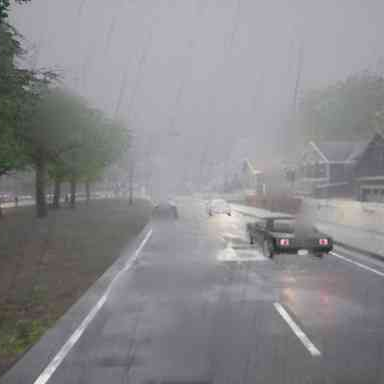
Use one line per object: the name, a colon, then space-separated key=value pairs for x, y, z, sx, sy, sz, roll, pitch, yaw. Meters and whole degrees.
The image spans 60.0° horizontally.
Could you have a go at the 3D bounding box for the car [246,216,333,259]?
car: x=3.320 y=1.550 z=12.383 sx=1.895 sy=1.301 sz=4.718 roll=0 pitch=0 yaw=-2

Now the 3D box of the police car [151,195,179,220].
police car: x=-2.119 y=1.303 z=26.958 sx=1.930 sy=1.638 sz=5.238 roll=0 pitch=0 yaw=-4

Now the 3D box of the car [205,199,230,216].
car: x=2.258 y=1.374 z=29.999 sx=1.812 sy=1.442 sz=4.674 roll=0 pitch=0 yaw=-5

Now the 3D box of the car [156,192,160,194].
car: x=-5.182 y=1.214 z=61.062 sx=1.895 sy=1.301 sz=4.718 roll=0 pitch=1 yaw=-10

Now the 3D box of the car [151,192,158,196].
car: x=-8.630 y=0.781 z=79.129 sx=1.882 sy=1.535 sz=5.008 roll=0 pitch=1 yaw=-13
